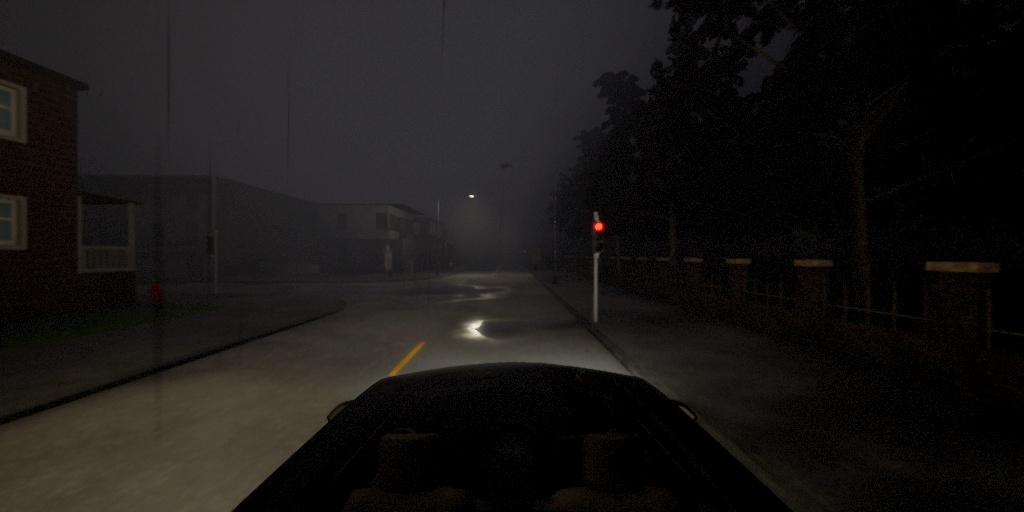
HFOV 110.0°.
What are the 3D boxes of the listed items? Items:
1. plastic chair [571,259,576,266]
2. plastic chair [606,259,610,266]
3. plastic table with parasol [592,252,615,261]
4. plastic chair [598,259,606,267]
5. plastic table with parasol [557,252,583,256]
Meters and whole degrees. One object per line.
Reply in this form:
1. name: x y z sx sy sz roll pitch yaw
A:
1. plastic chair: 10.700 1.157 60.844 0.750 1.272 0.730 0 0 -40
2. plastic chair: 16.020 1.150 58.103 0.750 1.272 0.730 0 0 -40
3. plastic table with parasol: 15.287 0.545 59.102 2.482 2.480 2.482 0 0 -40
4. plastic chair: 14.314 1.159 58.200 0.730 1.272 0.750 0 0 -35
5. plastic table with parasol: 9.968 0.528 61.840 2.482 2.480 2.482 0 0 -40
